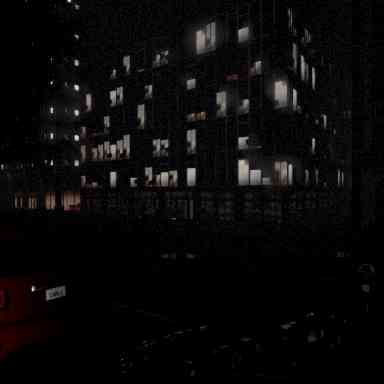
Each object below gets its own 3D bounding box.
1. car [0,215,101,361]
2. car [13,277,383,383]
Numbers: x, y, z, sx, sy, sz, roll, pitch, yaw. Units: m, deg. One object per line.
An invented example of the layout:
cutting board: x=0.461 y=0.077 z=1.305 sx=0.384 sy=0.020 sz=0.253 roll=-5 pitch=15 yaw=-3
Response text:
car: x=-3.607 y=1.315 z=5.452 sx=5.009 sy=1.841 sz=2.192 roll=0 pitch=0 yaw=36
car: x=0.889 y=1.566 z=2.243 sx=4.313 sy=1.339 sz=1.947 roll=0 pitch=0 yaw=36
